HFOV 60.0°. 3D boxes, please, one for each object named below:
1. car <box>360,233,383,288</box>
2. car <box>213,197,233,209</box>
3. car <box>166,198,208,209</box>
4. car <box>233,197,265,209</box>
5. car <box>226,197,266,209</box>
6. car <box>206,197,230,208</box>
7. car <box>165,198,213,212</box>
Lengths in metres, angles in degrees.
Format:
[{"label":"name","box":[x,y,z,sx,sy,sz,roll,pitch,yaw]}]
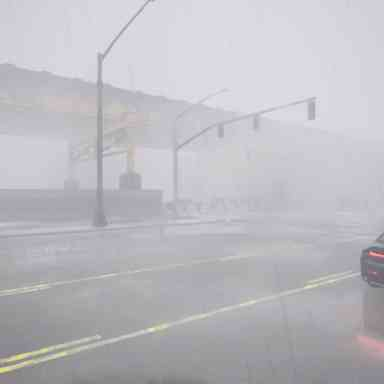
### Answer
[{"label":"car","box":[5.958,1.499,7.995,4.892,1.490,1.837,0,0,-35]},{"label":"car","box":[3.256,1.436,40.738,2.038,1.542,4.974,0,0,18]},{"label":"car","box":[-0.546,1.281,38.068,4.536,1.218,1.853,0,0,8]},{"label":"car","box":[7.123,1.275,44.482,4.536,1.218,1.853,0,0,-7]},{"label":"car","box":[7.174,1.433,44.489,4.974,1.542,2.038,0,0,-7]},{"label":"car","box":[3.272,1.279,40.787,1.853,1.218,4.536,0,0,18]},{"label":"car","box":[-0.495,1.439,38.061,4.974,1.542,2.038,0,0,8]}]
